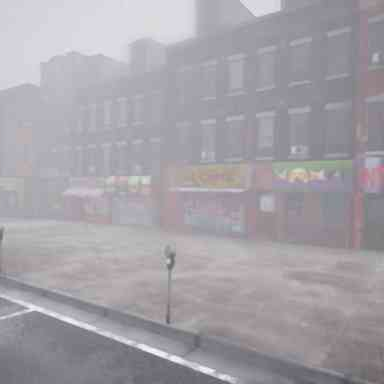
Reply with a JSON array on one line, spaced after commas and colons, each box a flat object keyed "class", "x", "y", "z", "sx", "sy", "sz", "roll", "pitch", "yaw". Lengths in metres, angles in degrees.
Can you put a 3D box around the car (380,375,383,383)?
[{"class": "car", "x": 3.066, "y": 1.309, "z": 0.602, "sx": 5.009, "sy": 1.841, "sz": 2.192, "roll": 0, "pitch": 1, "yaw": 35}]
